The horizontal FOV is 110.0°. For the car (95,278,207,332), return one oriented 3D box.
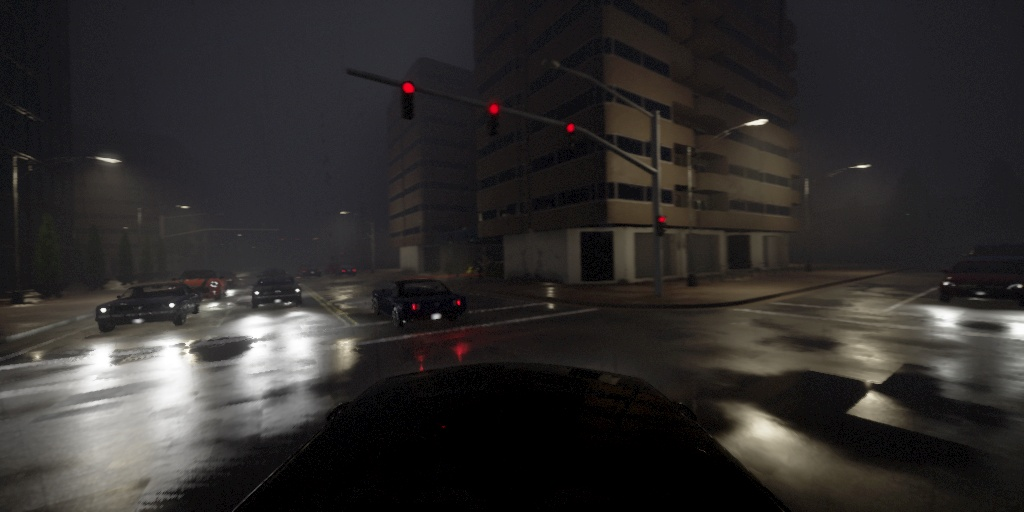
[{"bbox_3d":[-12.303,1.643,12.456,1.895,1.301,4.718,-1,0,-34],"label":"car"}]

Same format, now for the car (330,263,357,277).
[{"bbox_3d":[-20.295,1.765,43.587,2.033,1.411,5.357,-1,0,-34],"label":"car"}]

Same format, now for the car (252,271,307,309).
[{"bbox_3d":[-11.113,1.611,16.964,1.895,1.301,4.718,-1,0,-34],"label":"car"}]

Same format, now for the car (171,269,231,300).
[{"bbox_3d":[-17.256,1.510,19.838,2.097,1.767,4.553,-1,0,-34],"label":"car"}]

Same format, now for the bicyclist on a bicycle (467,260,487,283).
[{"bbox_3d":[-2.503,1.098,25.625,1.656,1.620,0.582,-2,0,-34],"label":"bicyclist on a bicycle"}]

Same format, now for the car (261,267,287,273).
[{"bbox_3d":[-16.181,1.655,24.518,1.812,1.442,4.674,-1,0,-34],"label":"car"}]

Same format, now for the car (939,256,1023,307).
[{"bbox_3d":[16.853,0.861,12.757,4.674,1.442,1.812,-1,0,-34],"label":"car"}]

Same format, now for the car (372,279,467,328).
[{"bbox_3d":[-3.291,1.425,11.911,1.895,1.301,4.718,-1,0,-32],"label":"car"}]

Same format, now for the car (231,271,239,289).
[{"bbox_3d":[-22.815,1.813,28.145,1.812,1.442,4.674,-1,0,-33],"label":"car"}]

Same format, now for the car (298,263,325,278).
[{"bbox_3d":[-23.759,1.867,42.388,1.994,1.385,4.181,-1,0,-33],"label":"car"}]

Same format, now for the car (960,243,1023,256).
[{"bbox_3d":[24.845,0.360,18.234,5.566,2.045,2.150,-1,0,-34],"label":"car"}]

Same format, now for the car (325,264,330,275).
[{"bbox_3d":[-25.843,1.825,51.700,1.882,1.535,5.008,-1,0,-34],"label":"car"}]

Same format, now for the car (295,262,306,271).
[{"bbox_3d":[-28.603,1.768,49.513,2.097,1.767,4.553,-1,0,-34],"label":"car"}]
